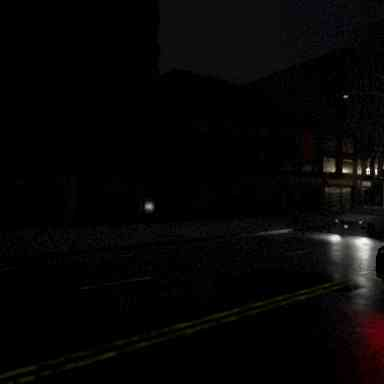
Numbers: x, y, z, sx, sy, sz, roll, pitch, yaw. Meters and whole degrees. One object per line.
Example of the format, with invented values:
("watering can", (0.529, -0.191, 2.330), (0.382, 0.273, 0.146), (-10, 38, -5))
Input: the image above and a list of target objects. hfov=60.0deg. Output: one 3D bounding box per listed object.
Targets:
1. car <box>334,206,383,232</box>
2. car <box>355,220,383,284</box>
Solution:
("car", (9.931, 1.522, 18.731), (4.674, 1.442, 1.812), (0, 0, -36))
("car", (6.272, 1.489, 7.905), (4.902, 1.511, 2.128), (0, 0, -36))
